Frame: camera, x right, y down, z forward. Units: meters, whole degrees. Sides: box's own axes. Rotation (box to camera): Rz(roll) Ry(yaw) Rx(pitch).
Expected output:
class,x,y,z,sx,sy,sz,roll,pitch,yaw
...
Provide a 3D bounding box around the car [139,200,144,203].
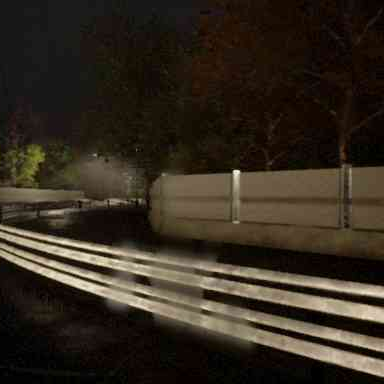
class,x,y,z,sx,sy,sz,roll,pitch,yaw
car,-11.840,2.077,83.625,1.895,1.301,4.718,0,-1,7
